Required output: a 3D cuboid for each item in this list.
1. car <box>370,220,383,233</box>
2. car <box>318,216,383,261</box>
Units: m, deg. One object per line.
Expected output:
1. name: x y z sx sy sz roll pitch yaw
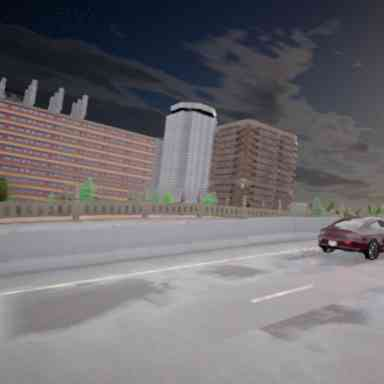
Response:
1. car: 21.968 3.966 36.856 4.718 1.301 1.895 9 -5 -35
2. car: 6.749 1.670 12.864 4.674 1.442 1.812 2 -1 -35
